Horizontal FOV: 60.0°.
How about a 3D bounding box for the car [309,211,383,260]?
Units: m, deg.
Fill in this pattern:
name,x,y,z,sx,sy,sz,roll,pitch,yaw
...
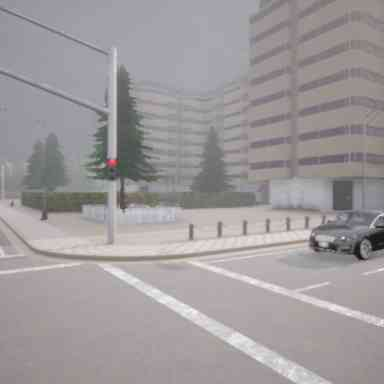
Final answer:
name,x,y,z,sx,sy,sz,roll,pitch,yaw
car,6.418,1.468,12.394,4.902,1.511,2.128,0,0,-33
